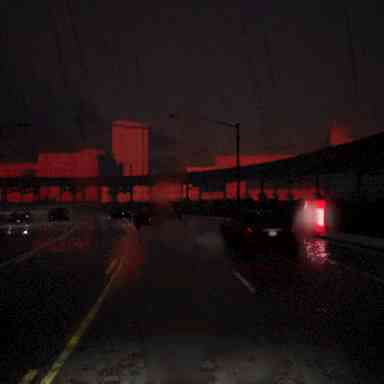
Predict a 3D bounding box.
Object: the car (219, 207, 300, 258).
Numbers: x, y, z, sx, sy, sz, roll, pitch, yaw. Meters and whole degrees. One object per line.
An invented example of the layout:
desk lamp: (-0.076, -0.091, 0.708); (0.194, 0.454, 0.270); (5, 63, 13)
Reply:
car: (2.488, 1.466, 13.389); (2.097, 1.767, 4.553); (0, -1, -7)

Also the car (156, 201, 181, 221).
car: (-2.902, 2.031, 35.894); (2.150, 2.045, 5.566); (0, -2, -19)

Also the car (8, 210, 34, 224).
car: (-16.870, 2.444, 32.878); (1.895, 1.301, 4.718); (0, -2, -21)

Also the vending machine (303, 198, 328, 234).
vending machine: (7.458, 1.433, 20.118); (1.100, 2.100, 0.880); (1, -1, -11)

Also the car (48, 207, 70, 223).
car: (-14.193, 2.386, 35.522); (1.882, 1.535, 5.008); (0, -2, -22)

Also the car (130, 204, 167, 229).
car: (-3.485, 1.947, 25.771); (1.882, 1.535, 5.008); (0, -2, -14)

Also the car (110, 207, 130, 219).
car: (-9.084, 2.638, 41.910); (1.994, 1.385, 4.181); (0, -2, -23)
